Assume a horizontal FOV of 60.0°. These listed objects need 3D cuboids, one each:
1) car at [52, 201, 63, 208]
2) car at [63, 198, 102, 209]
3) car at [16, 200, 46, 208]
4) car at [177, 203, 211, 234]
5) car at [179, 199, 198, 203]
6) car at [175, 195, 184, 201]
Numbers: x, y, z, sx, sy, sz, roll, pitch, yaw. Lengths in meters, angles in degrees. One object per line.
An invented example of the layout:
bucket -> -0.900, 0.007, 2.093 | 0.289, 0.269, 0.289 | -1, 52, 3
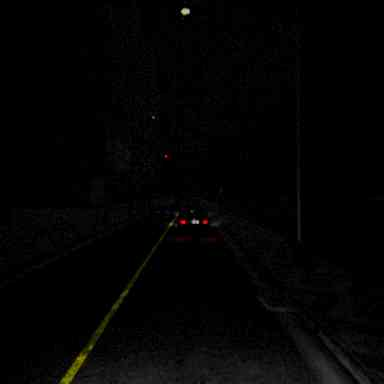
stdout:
car -> -19.006, 1.782, 50.580 | 4.313, 1.339, 1.947 | 0, -2, 0
car -> -13.541, 1.419, 42.070 | 4.097, 1.590, 1.967 | 0, -2, -1
car -> -24.492, 1.801, 50.572 | 4.206, 1.307, 1.802 | 0, -2, 0
car -> 0.091, 1.570, 19.358 | 2.033, 1.411, 5.357 | 0, 0, 0
car -> 0.033, 1.605, 29.849 | 1.994, 1.385, 4.181 | 0, 0, 1
car -> -2.994, 1.836, 91.215 | 2.033, 1.411, 5.357 | 0, 0, 0
